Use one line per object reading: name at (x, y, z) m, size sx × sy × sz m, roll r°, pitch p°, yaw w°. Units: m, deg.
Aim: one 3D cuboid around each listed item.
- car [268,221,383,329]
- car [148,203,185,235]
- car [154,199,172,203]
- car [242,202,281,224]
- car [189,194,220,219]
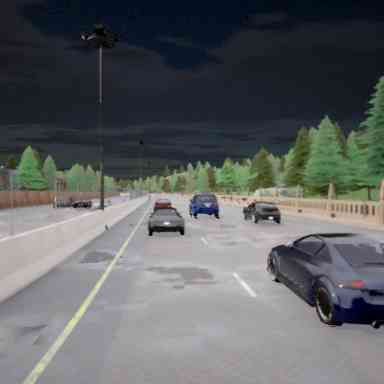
car at (3.049, 1.549, 7.061) m, size 1.994 × 1.385 × 4.181 m, roll 0°, pitch 0°, yaw -4°
car at (-1.471, 1.572, 18.964) m, size 1.994 × 1.385 × 4.181 m, roll 0°, pitch 0°, yaw -5°
car at (-3.169, 1.495, 36.529) m, size 1.882 × 1.535 × 5.008 m, roll 0°, pitch 0°, yaw -5°
car at (5.031, 1.480, 24.541) m, size 1.837 × 1.490 × 4.892 m, roll 0°, pitch 0°, yaw -5°
car at (1.028, 1.217, 29.608) m, size 2.150 × 2.045 × 5.566 m, roll 0°, pitch 0°, yaw -6°
